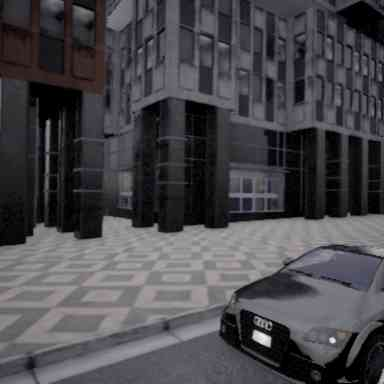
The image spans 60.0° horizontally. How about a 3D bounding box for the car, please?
[{"bbox_3d":[2.455,1.557,5.128,4.181,1.385,1.994,0,0,-35],"label":"car"}]
